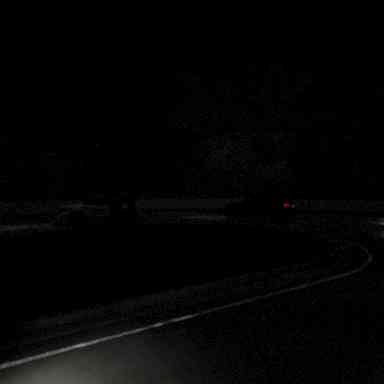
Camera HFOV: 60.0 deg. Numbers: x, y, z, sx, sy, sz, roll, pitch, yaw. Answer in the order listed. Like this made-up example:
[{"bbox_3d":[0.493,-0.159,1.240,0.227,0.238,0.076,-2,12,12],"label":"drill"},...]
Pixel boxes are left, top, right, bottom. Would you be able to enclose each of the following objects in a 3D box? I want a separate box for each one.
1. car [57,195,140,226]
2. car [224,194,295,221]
[{"bbox_3d":[-6.396,1.198,23.223,5.566,2.045,2.150,0,-1,-30],"label":"car"},{"bbox_3d":[5.330,1.174,26.694,5.566,2.045,2.150,0,-1,30],"label":"car"}]
